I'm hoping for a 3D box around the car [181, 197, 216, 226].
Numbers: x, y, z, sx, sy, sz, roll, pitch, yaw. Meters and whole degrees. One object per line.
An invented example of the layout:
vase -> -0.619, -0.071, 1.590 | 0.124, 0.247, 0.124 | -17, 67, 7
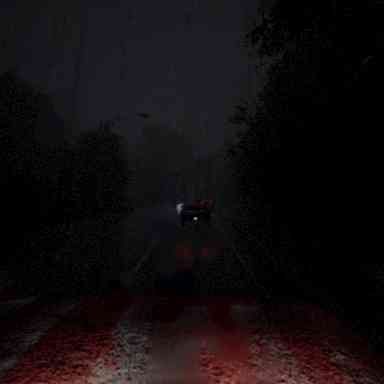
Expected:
car -> 0.273, 1.345, 22.274 | 2.128, 1.511, 4.902 | 0, 1, 1
